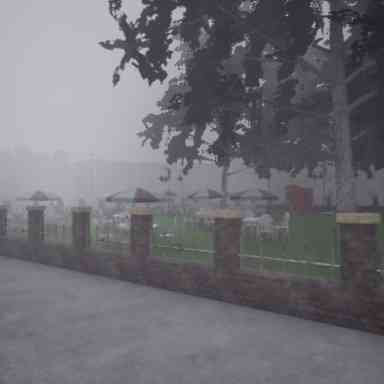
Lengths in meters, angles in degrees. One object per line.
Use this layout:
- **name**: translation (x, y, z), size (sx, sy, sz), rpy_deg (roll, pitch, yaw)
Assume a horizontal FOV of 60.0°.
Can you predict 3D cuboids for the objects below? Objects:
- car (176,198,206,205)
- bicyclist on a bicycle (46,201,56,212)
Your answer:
- **car**: translation (0.088, 1.572, 57.357), size (5.566, 2.045, 2.150), rpy_deg (0, 0, -1)
- **bicyclist on a bicycle**: translation (-13.313, 1.643, 31.439), size (1.656, 1.620, 0.582), rpy_deg (-1, -1, 35)
